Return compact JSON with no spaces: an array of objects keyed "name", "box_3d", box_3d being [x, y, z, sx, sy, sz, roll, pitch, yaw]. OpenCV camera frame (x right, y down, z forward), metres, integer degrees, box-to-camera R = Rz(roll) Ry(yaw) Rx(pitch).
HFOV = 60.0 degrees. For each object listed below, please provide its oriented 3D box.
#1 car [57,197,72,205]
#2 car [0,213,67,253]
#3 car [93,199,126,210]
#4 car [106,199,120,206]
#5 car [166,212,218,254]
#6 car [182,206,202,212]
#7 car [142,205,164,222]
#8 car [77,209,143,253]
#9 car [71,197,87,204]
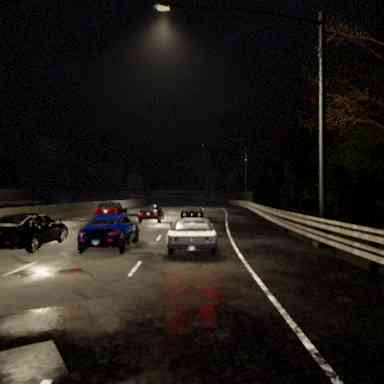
[{"name":"car","box_3d":[-28.017,2.032,73.875,2.150,2.045,5.566,0,-1,0]},{"name":"car","box_3d":[-6.998,1.652,14.296,1.837,1.490,4.892,0,0,0]},{"name":"car","box_3d":[-7.006,1.649,29.059,2.097,1.767,4.553,0,-1,0]},{"name":"car","box_3d":[-17.517,2.332,73.904,2.128,1.511,4.902,0,-1,0]},{"name":"car","box_3d":[-0.001,1.742,14.103,1.895,1.301,4.718,0,-1,0]},{"name":"car","box_3d":[-0.005,1.899,29.098,1.895,1.301,4.718,0,-1,0]},{"name":"car","box_3d":[-3.506,1.845,28.979,2.033,1.411,5.357,0,-1,0]},{"name":"car","box_3d":[-3.498,1.670,14.376,1.812,1.442,4.674,0,0,0]},{"name":"car","box_3d":[-24.518,2.307,73.903,1.837,1.490,4.892,0,-1,0]}]
